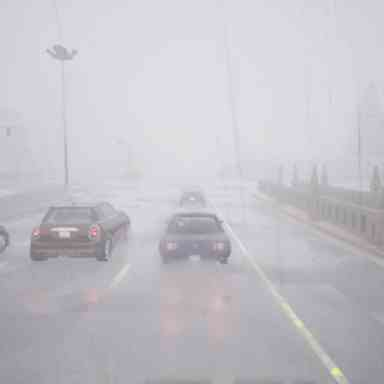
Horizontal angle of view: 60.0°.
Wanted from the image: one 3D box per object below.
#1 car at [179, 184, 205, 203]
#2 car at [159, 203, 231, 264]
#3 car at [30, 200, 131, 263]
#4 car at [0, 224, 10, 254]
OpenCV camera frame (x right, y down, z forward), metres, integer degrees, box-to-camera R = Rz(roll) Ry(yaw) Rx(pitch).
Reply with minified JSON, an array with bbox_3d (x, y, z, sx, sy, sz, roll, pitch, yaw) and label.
[{"bbox_3d":[0.013,0.121,25.001,1.812,1.442,4.674,0,5,0],"label":"car"},{"bbox_3d":[0.084,1.304,10.753,1.895,1.301,4.718,0,3,0],"label":"car"},{"bbox_3d":[-3.421,1.040,11.061,2.097,1.767,4.553,0,3,0],"label":"car"},{"bbox_3d":[-6.910,1.291,8.979,1.837,1.490,4.892,0,2,0],"label":"car"}]
